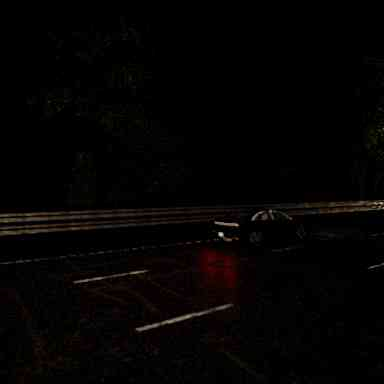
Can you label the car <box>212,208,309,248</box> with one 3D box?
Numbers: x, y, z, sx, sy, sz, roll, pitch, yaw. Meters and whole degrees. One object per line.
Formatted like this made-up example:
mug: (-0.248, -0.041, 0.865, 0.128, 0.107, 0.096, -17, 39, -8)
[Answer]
car: (3.123, 1.459, 14.562, 4.902, 1.511, 2.128, 0, 0, -35)
